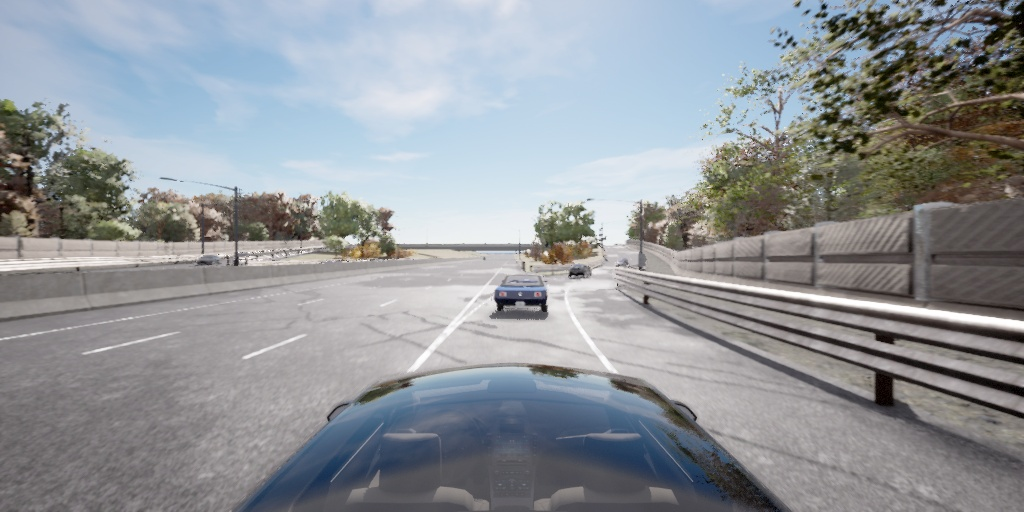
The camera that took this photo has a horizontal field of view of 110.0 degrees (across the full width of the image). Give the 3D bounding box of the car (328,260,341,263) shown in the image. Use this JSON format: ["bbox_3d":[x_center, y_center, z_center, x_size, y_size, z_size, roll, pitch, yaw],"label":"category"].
[{"bbox_3d":[-28.023,1.316,55.905,2.033,1.411,5.357,0,0,1],"label":"car"}]

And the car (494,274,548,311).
[{"bbox_3d":[0.525,1.356,14.567,1.895,1.301,4.718,0,0,6],"label":"car"}]

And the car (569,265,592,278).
[{"bbox_3d":[8.057,1.755,42.066,1.837,1.490,4.892,-1,-2,24],"label":"car"}]
